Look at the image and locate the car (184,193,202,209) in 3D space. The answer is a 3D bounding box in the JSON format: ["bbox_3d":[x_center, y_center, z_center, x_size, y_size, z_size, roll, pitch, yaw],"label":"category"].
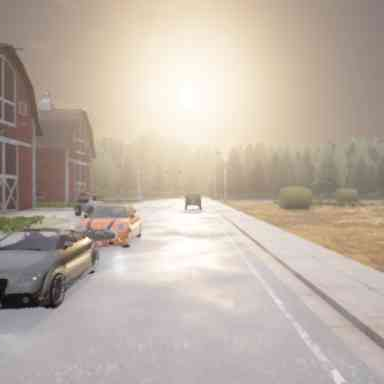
[{"bbox_3d":[0.137,1.122,43.535,2.150,2.045,5.566,0,0,0],"label":"car"}]

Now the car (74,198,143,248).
[{"bbox_3d":[-3.488,1.318,14.562,2.097,1.767,4.553,0,0,0],"label":"car"}]

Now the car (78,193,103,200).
[{"bbox_3d":[-7.641,1.084,25.964,1.905,1.878,3.866,8,-3,-42],"label":"car"}]

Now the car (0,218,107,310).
[{"bbox_3d":[-3.583,1.546,7.712,1.994,1.385,4.181,0,0,0],"label":"car"}]
